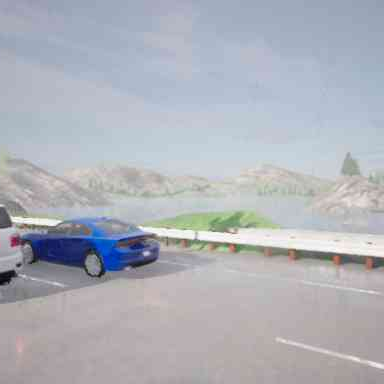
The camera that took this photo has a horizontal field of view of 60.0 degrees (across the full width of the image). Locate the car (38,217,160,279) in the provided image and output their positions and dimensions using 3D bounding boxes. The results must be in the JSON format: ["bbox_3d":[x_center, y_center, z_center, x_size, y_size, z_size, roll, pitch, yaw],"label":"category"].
[{"bbox_3d":[-3.279,1.507,10.258,5.008,1.535,1.882,0,0,33],"label":"car"}]

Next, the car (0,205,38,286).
[{"bbox_3d":[-6.485,1.256,8.169,5.566,2.045,2.150,0,0,32],"label":"car"}]
